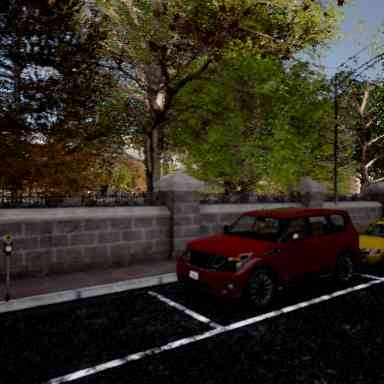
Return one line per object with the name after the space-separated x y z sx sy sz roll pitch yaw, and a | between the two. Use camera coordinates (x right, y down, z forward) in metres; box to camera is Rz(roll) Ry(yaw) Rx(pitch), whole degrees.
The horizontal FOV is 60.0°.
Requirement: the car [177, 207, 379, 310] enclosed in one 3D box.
2.092 1.335 8.047 5.009 1.841 2.192 0 0 -36 | car

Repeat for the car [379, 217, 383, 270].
6.461 1.564 11.165 4.829 1.417 1.752 0 0 -36 | car
